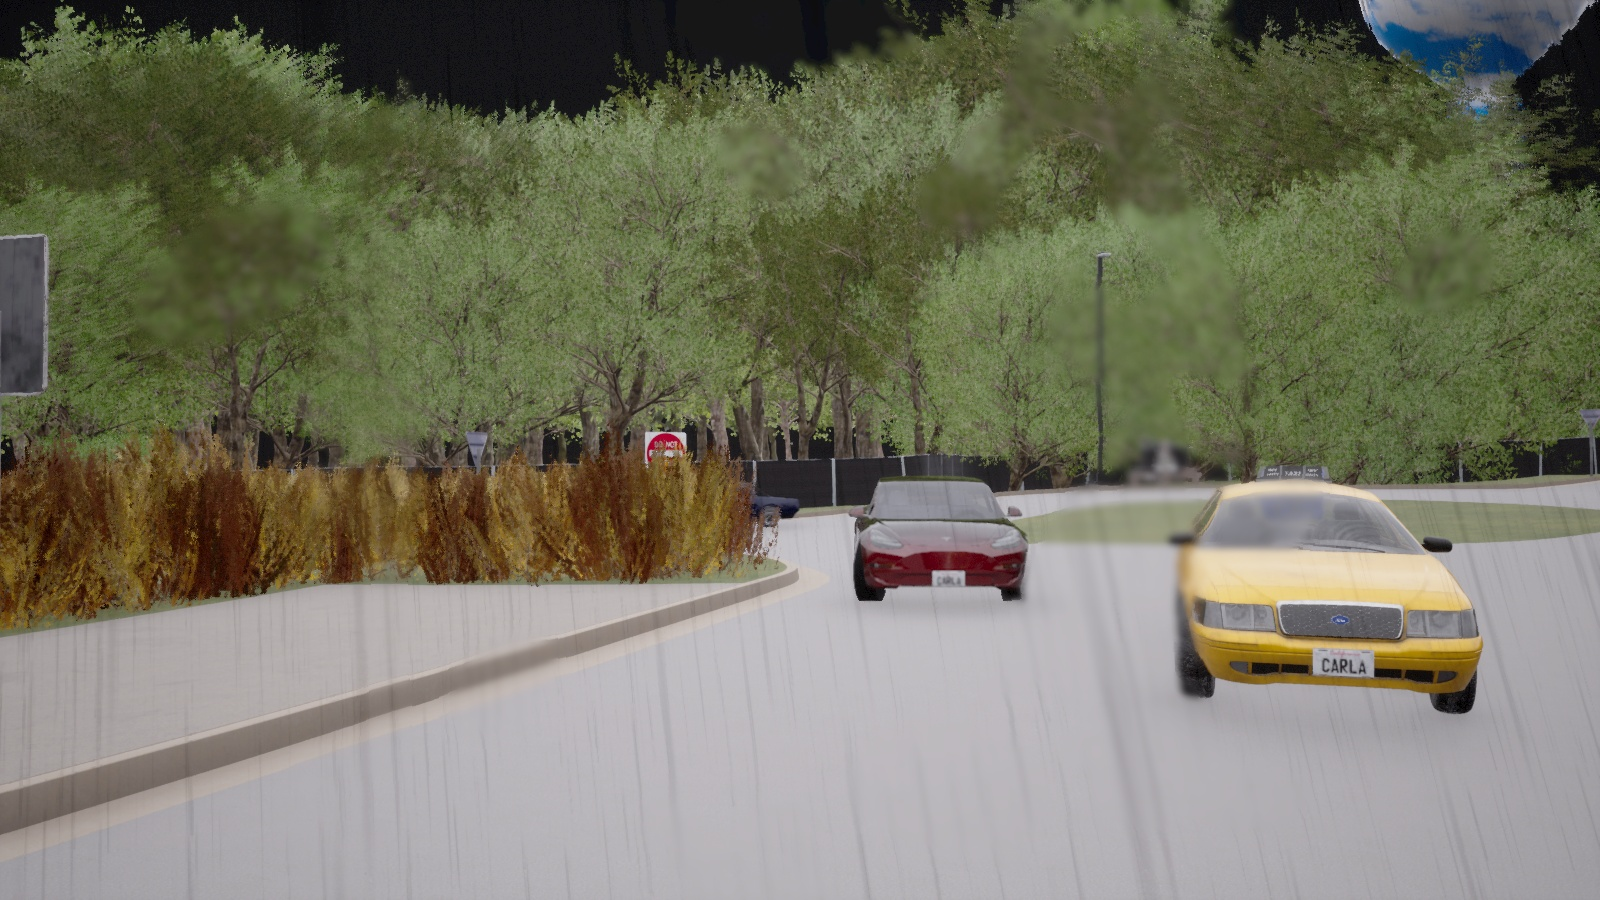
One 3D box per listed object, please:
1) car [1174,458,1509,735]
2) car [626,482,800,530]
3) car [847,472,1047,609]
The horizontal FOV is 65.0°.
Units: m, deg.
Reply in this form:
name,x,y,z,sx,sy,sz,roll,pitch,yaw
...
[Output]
name,x,y,z,sx,sy,sz,roll,pitch,yaw
car,3.950,0.863,10.039,1.801,1.575,5.366,0,0,16
car,-2.551,1.635,37.050,4.718,1.301,1.895,1,-1,-26
car,1.701,1.048,16.191,2.163,1.488,4.792,-1,-1,2
